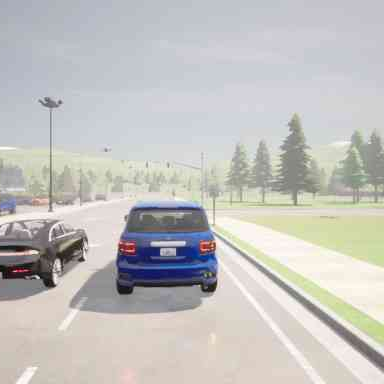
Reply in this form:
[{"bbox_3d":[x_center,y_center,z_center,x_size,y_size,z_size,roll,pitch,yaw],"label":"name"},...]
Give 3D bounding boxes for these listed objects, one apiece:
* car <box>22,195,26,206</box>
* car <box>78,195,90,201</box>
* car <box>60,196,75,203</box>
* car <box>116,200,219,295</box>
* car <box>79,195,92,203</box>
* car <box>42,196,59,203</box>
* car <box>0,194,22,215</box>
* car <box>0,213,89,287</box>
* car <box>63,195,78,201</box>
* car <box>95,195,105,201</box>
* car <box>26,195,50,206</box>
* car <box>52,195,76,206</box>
[{"bbox_3d":[-28.036,1.356,54.202,2.097,1.767,4.553,0,0,-5],"label":"car"},{"bbox_3d":[-26.970,1.504,83.263,1.837,1.490,4.892,0,0,-5],"label":"car"},{"bbox_3d":[-25.727,1.504,68.892,1.837,1.490,4.892,0,0,-5],"label":"car"},{"bbox_3d":[-0.679,1.223,8.954,2.150,2.045,5.566,0,0,-5],"label":"car"},{"bbox_3d":[-22.304,1.528,69.933,1.812,1.442,4.674,0,0,-5],"label":"car"},{"bbox_3d":[-29.242,1.504,68.912,1.837,1.490,4.892,0,0,-5],"label":"car"},{"bbox_3d":[-18.453,1.223,31.189,2.150,2.045,5.566,0,0,-7],"label":"car"},{"bbox_3d":[-4.213,1.492,9.200,2.128,1.511,4.902,0,0,-5],"label":"car"},{"bbox_3d":[-30.522,1.530,83.714,2.128,1.511,4.902,0,0,-5],"label":"car"},{"bbox_3d":[-23.625,1.481,85.211,1.882,1.535,5.008,0,0,-5],"label":"car"},{"bbox_3d":[-24.501,1.356,53.975,2.097,1.767,4.553,0,0,-5],"label":"car"},{"bbox_3d":[-21.094,1.495,55.118,2.128,1.511,4.902,0,0,-5],"label":"car"}]
